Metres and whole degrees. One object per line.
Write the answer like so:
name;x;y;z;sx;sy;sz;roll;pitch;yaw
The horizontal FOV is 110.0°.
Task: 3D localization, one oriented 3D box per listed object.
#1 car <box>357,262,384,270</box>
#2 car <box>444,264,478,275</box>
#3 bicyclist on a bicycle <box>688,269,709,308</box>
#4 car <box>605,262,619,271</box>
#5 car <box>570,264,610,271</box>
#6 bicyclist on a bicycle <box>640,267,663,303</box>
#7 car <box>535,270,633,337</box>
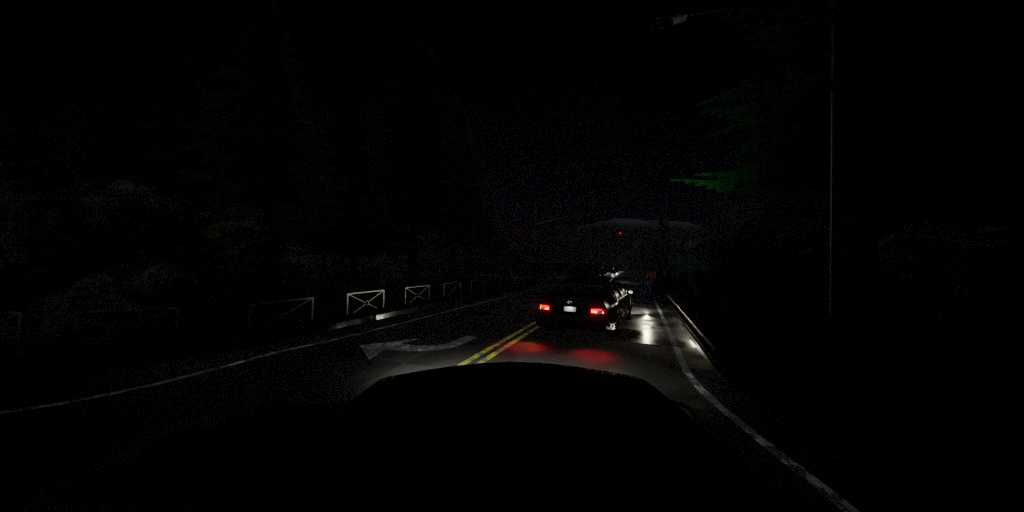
car;-20.669;1.537;50.378;5.357;1.411;2.033;1;-1;22
car;-6.388;1.755;45.102;4.181;1.385;1.994;1;-1;20
bicyclist on a bicycle;7.875;1.358;15.108;1.656;1.620;0.582;1;-1;-34
car;15.624;1.969;57.913;2.097;1.767;4.553;1;-1;20
car;7.745;1.780;37.454;1.994;1.385;4.181;2;-3;-31
bicyclist on a bicycle;6.430;1.345;16.490;1.656;1.620;0.582;1;-1;-31
car;2.304;1.279;10.283;2.033;1.411;5.357;1;-1;24
